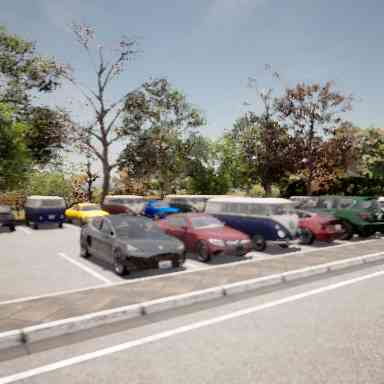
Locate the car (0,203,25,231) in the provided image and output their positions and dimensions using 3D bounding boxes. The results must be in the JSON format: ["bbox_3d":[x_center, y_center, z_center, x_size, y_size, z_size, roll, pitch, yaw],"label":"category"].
[{"bbox_3d":[-11.805,1.485,19.887,2.231,1.521,4.892,0,0,-35],"label":"car"}]

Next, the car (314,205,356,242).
[{"bbox_3d":[4.666,1.498,15.602,2.163,1.488,4.792,0,0,-35],"label":"car"}]

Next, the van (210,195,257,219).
[{"bbox_3d":[3.803,1.336,31.153,1.878,1.987,4.442,1,-1,-35],"label":"van"}]

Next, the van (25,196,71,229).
[{"bbox_3d":[-9.620,1.254,21.594,1.878,1.987,4.442,0,0,-35],"label":"van"}]

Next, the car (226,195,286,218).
[{"bbox_3d":[6.144,1.351,32.642,2.435,2.045,5.566,1,-1,-35],"label":"car"}]

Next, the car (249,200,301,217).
[{"bbox_3d":[8.485,1.645,34.337,2.097,1.535,5.008,1,-1,-35],"label":"car"}]

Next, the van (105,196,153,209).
[{"bbox_3d":[-4.972,1.246,24.617,1.878,1.987,4.442,0,0,-35],"label":"van"}]

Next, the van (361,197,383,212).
[{"bbox_3d":[26.602,1.745,47.104,1.878,1.987,4.442,1,-1,-35],"label":"van"}]

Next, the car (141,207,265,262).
[{"bbox_3d":[0.154,1.516,12.356,2.002,1.452,4.674,0,0,-35],"label":"car"}]

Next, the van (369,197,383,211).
[{"bbox_3d":[28.723,1.786,48.901,1.878,1.987,4.442,1,-1,-35],"label":"van"}]

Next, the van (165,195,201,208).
[{"bbox_3d":[-0.581,1.254,27.745,1.878,1.987,4.442,0,0,-35],"label":"van"}]

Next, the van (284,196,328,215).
[{"bbox_3d":[12.827,1.499,37.580,1.878,1.987,4.442,1,-1,-35],"label":"van"}]

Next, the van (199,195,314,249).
[{"bbox_3d":[2.484,1.246,13.869,1.878,1.987,4.442,0,0,-35],"label":"van"}]

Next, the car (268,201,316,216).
[{"bbox_3d":[10.740,1.726,35.947,2.002,1.452,4.674,1,-1,-35],"label":"car"}]

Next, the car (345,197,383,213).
[{"bbox_3d":[24.295,1.679,45.570,2.435,2.045,5.566,1,-1,-35],"label":"car"}]

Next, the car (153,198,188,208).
[{"bbox_3d":[-2.786,1.468,26.323,2.097,1.535,5.008,0,0,-35],"label":"car"}]

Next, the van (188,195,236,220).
[{"bbox_3d":[1.649,1.297,29.618,1.878,1.987,4.442,1,-1,-35],"label":"van"}]

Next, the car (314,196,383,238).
[{"bbox_3d":[6.909,1.228,17.199,2.435,2.045,5.566,1,-1,-35],"label":"car"}]

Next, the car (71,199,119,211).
[{"bbox_3d":[-7.187,1.473,22.956,1.946,1.575,5.366,0,0,-35],"label":"car"}]

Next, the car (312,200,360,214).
[{"bbox_3d":[17.510,1.808,40.765,2.097,1.535,5.008,1,-1,-35],"label":"car"}]

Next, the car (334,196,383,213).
[{"bbox_3d":[22.039,1.638,43.963,2.435,2.045,5.566,1,-1,-35],"label":"car"}]

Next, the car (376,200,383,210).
[{"bbox_3d":[31.041,2.052,50.415,2.097,1.535,5.008,1,-1,-35],"label":"car"}]

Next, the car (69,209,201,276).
[{"bbox_3d":[-2.090,1.509,10.718,2.163,1.488,4.792,0,0,-35],"label":"car"}]
